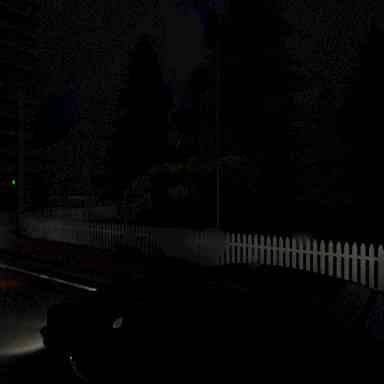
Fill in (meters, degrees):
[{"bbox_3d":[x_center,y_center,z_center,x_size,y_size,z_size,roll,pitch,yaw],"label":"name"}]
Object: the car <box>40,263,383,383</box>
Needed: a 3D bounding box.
[{"bbox_3d":[0.606,1.547,3.562,5.357,1.411,2.033,0,0,36],"label":"car"}]
